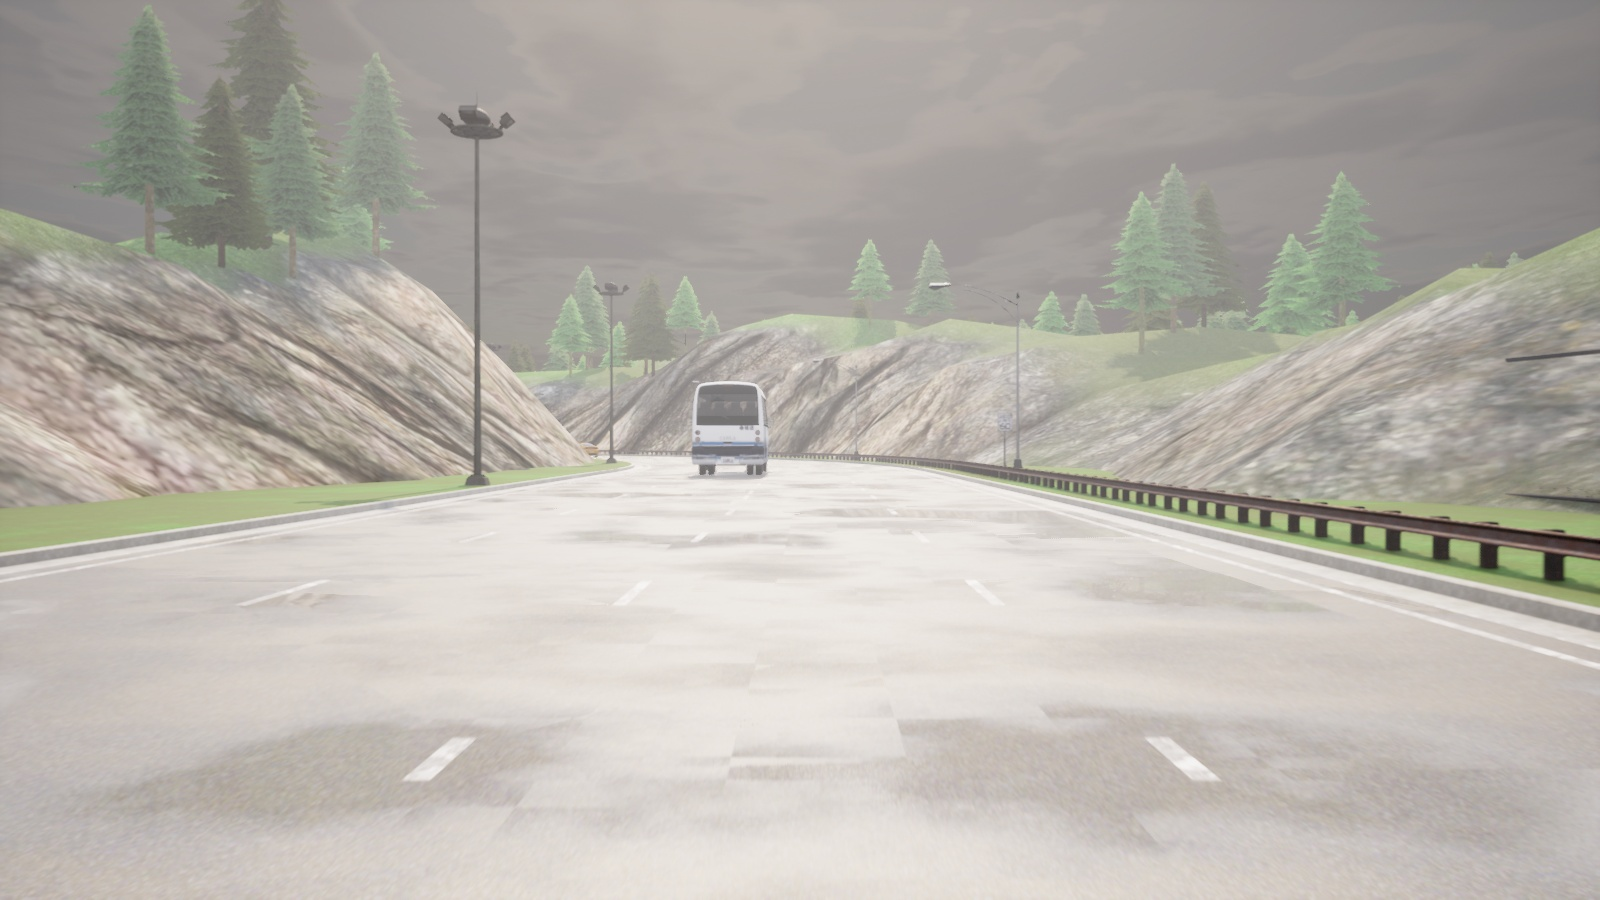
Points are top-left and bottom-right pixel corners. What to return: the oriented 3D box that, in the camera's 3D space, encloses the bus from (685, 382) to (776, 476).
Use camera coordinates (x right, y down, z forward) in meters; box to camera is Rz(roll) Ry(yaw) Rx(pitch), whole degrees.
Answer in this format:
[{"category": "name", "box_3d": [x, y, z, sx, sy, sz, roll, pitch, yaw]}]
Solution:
[{"category": "bus", "box_3d": [-3.229, -0.980, 61.651, 3.944, 4.253, 10.273, 0, 0, 0]}]
